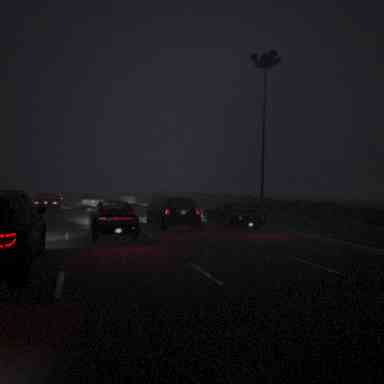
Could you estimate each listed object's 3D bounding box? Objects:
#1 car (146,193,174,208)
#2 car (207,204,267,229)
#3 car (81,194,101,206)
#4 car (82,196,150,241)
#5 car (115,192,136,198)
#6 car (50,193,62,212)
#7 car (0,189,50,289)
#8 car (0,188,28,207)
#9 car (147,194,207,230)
[{"bbox_3d":[-3.449,0.842,35.353,1.994,1.385,4.181,1,1,-19],"label":"car"},{"bbox_3d":[2.282,1.315,19.169,1.895,1.301,4.718,1,1,-19],"label":"car"},{"bbox_3d":[-9.367,0.806,31.095,1.895,1.301,4.718,1,1,-19],"label":"car"},{"bbox_3d":[-3.507,1.145,14.534,2.128,1.511,4.902,1,1,-19],"label":"car"},{"bbox_3d":[-6.945,0.726,34.718,1.812,1.442,4.674,1,1,-20],"label":"car"},{"bbox_3d":[-11.509,0.779,26.641,2.033,1.411,5.357,1,1,-19],"label":"car"},{"bbox_3d":[-4.982,0.955,8.154,2.150,2.045,5.566,1,2,-19],"label":"car"},{"bbox_3d":[-17.011,0.478,31.728,1.882,1.535,5.008,1,1,-19],"label":"car"},{"bbox_3d":[-1.139,0.994,18.353,2.097,1.767,4.553,1,1,-19],"label":"car"}]
